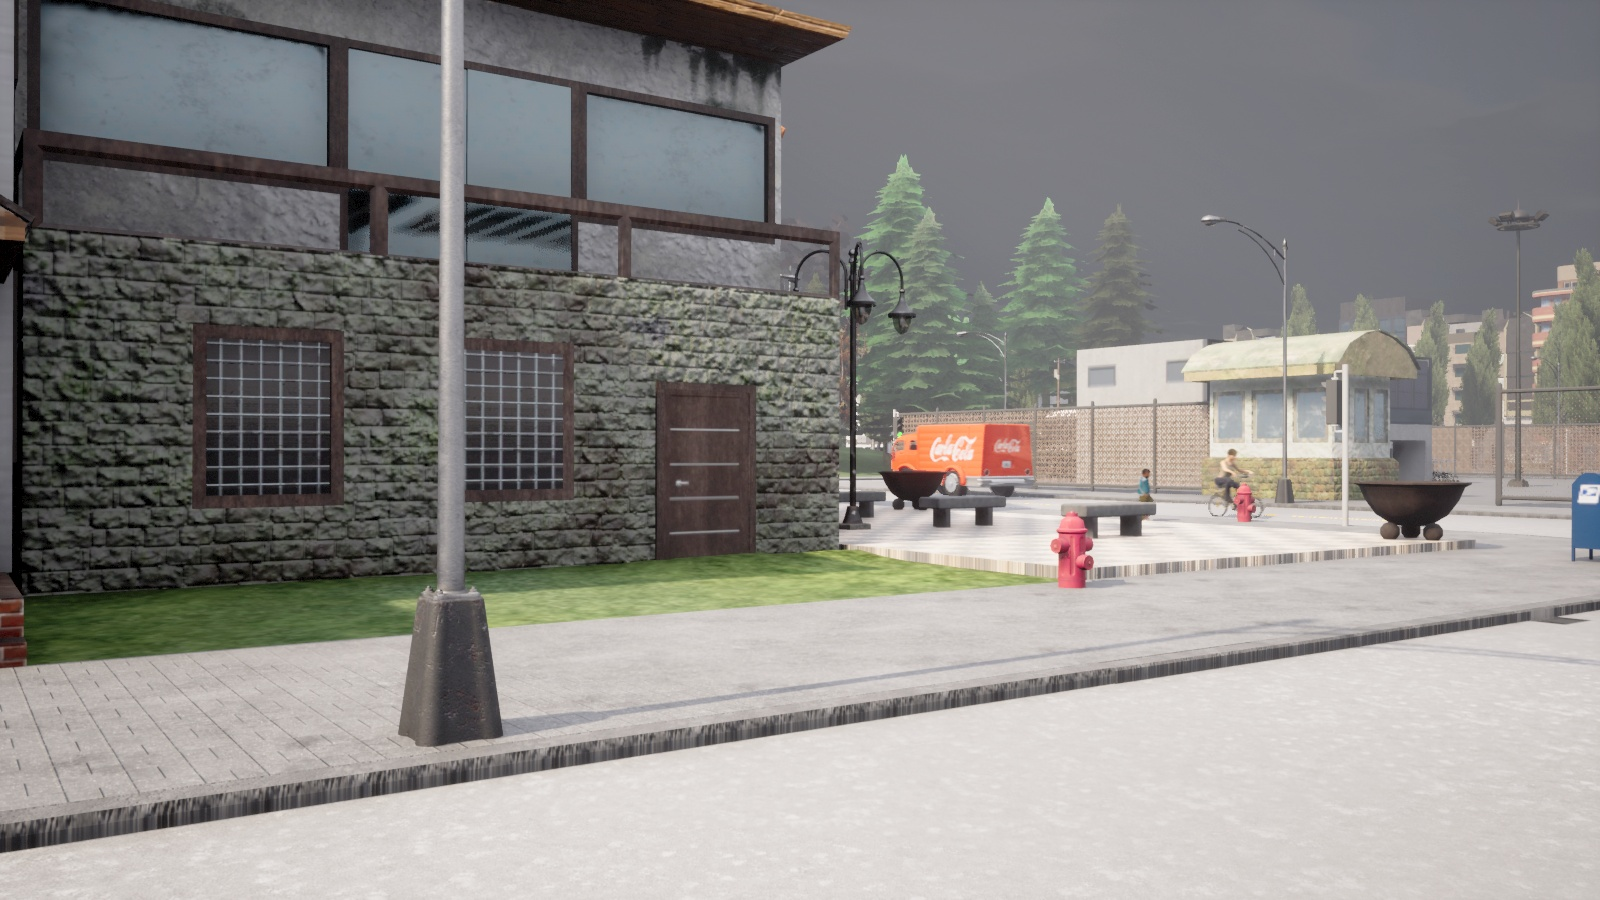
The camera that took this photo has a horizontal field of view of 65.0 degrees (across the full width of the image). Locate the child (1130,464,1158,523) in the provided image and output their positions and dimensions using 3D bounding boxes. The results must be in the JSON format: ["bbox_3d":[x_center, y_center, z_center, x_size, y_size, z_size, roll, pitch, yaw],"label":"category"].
[{"bbox_3d":[7.020,0.875,25.596,0.448,1.192,0.343,0,0,39],"label":"child"}]

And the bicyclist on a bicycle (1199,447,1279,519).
[{"bbox_3d":[10.107,0.731,28.958,0.866,1.612,1.509,0,0,-35],"label":"bicyclist on a bicycle"}]

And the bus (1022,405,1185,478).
[{"bbox_3d":[18.819,-0.482,77.448,10.273,4.253,3.944,0,0,-35],"label":"bus"}]

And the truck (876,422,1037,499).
[{"bbox_3d":[5.259,0.349,42.931,2.627,2.467,5.204,0,0,-35],"label":"truck"}]
